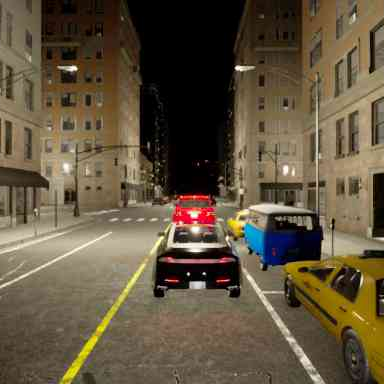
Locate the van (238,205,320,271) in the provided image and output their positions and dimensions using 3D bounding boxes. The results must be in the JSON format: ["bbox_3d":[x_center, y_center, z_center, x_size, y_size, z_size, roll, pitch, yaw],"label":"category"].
[{"bbox_3d":[2.686,1.342,10.584,1.690,1.788,3.998,1,0,0],"label":"van"}]

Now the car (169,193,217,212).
[{"bbox_3d":[0.115,1.224,18.699,2.150,2.045,5.566,0,0,0],"label":"car"}]

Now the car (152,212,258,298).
[{"bbox_3d":[0.105,1.493,8.513,2.128,1.511,4.902,0,0,0],"label":"car"}]

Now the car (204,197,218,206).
[{"bbox_3d":[3.033,1.568,53.921,1.947,1.339,4.313,1,0,1],"label":"car"}]

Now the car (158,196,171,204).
[{"bbox_3d":[-5.342,1.552,65.090,2.008,1.369,4.403,1,0,1],"label":"car"}]

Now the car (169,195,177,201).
[{"bbox_3d":[-5.043,1.522,87.035,1.752,1.417,4.829,1,0,1],"label":"car"}]

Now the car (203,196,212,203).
[{"bbox_3d":[3.258,1.544,70.511,1.887,1.381,4.507,1,0,1],"label":"car"}]

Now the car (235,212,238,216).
[{"bbox_3d":[2.689,1.527,16.427,1.752,1.417,4.829,1,0,0],"label":"car"}]

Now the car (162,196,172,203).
[{"bbox_3d":[-5.266,1.545,70.619,1.887,1.381,4.507,1,0,1],"label":"car"}]

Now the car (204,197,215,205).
[{"bbox_3d":[3.108,1.546,59.451,1.887,1.381,4.507,1,0,1],"label":"car"}]

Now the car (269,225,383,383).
[{"bbox_3d":[2.679,1.526,5.080,1.752,1.417,4.829,1,0,0],"label":"car"}]

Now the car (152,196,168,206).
[{"bbox_3d":[-5.492,1.585,54.032,1.802,1.307,4.206,1,0,1],"label":"car"}]

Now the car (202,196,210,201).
[{"bbox_3d":[3.408,1.563,81.572,1.947,1.339,4.313,1,0,1],"label":"car"}]

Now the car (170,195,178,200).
[{"bbox_3d":[-4.966,1.560,92.734,1.947,1.339,4.313,1,0,1],"label":"car"}]

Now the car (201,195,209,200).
[{"bbox_3d":[3.559,1.544,92.632,2.008,1.369,4.403,1,0,1],"label":"car"}]

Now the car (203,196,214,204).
[{"bbox_3d":[3.183,1.551,64.981,2.008,1.369,4.403,1,0,1],"label":"car"}]
